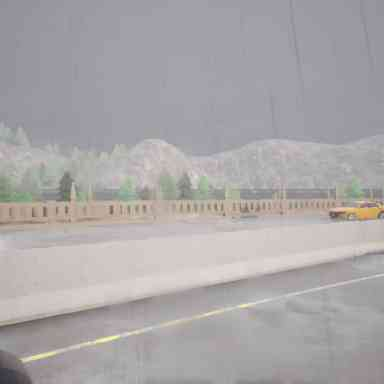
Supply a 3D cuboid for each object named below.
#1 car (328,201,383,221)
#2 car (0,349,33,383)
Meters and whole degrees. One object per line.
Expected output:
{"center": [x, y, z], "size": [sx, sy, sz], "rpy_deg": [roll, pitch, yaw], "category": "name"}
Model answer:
{"center": [13.060, 1.477, 26.098], "size": [5.008, 1.535, 1.882], "rpy_deg": [0, 0, -20], "category": "car"}
{"center": [-3.222, 1.505, 1.295], "size": [4.892, 1.490, 1.837], "rpy_deg": [0, 0, -36], "category": "car"}
